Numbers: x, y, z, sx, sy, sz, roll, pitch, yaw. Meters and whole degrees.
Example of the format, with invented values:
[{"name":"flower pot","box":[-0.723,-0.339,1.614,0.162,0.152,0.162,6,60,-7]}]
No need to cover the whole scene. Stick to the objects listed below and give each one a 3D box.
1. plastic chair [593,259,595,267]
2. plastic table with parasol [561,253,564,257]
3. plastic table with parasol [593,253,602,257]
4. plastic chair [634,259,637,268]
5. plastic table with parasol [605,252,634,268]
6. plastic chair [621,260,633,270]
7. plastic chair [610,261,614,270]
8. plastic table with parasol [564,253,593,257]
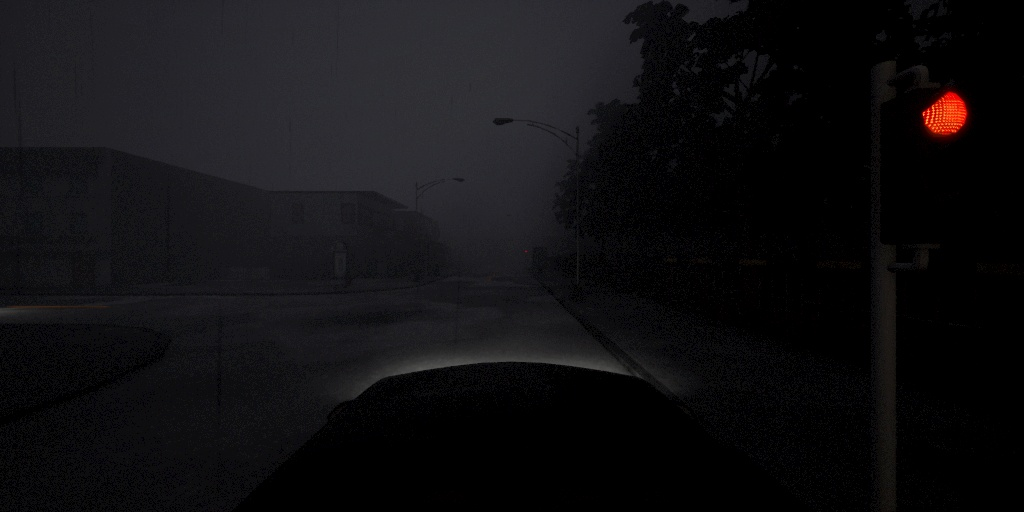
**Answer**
[{"name":"plastic chair","box":[13.734,1.304,58.543,0.730,1.272,0.750,0,0,-35]},{"name":"plastic table with parasol","box":[10.700,0.705,62.399,2.482,2.480,2.482,0,0,-40]},{"name":"plastic table with parasol","box":[14.686,0.673,59.431,2.482,2.480,2.482,0,0,-42]},{"name":"plastic chair","box":[18.661,1.161,54.665,0.750,1.272,0.730,0,0,-39]},{"name":"plastic table with parasol","box":[15.306,0.694,51.217,2.482,2.480,2.482,0,0,-40]},{"name":"plastic chair","box":[16.038,1.296,50.218,0.750,1.272,0.730,0,0,-40]},{"name":"plastic chair","box":[14.332,1.306,50.316,0.730,1.272,0.750,0,0,-35]},{"name":"plastic table with parasol","box":[9.987,0.684,53.957,2.482,2.480,2.482,0,0,-40]}]
